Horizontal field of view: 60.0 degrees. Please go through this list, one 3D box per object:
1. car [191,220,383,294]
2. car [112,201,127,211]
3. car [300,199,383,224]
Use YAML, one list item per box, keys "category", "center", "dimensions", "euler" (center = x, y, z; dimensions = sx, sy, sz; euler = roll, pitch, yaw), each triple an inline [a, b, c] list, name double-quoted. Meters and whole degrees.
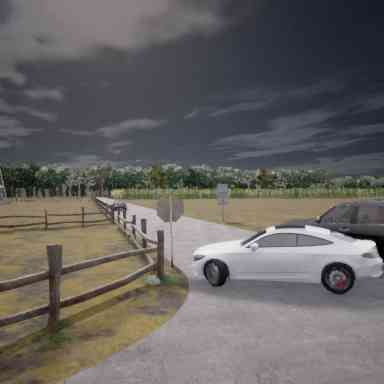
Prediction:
- category: "car"
  center: [2.297, 1.612, 8.688]
  dimensions: [4.674, 1.442, 1.812]
  euler: [-2, 0, 17]
- category: "car"
  center: [-10.823, 1.981, 49.471]
  dimensions: [2.033, 1.411, 5.357]
  euler: [-2, 0, -18]
- category: "car"
  center: [5.104, 1.227, 9.809]
  dimensions: [2.150, 2.045, 5.566]
  euler: [-2, 0, -40]
